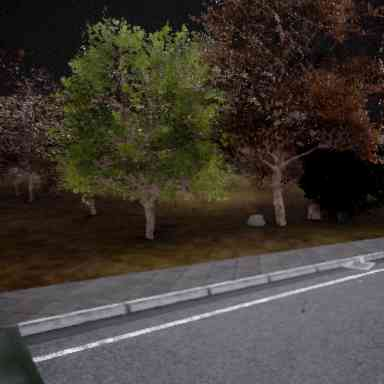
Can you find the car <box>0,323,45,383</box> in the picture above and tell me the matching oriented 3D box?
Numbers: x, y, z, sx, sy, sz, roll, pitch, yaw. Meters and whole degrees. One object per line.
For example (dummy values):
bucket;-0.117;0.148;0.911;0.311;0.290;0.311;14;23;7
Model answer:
car;-3.300;1.608;1.623;4.718;1.301;1.895;1;0;-35
